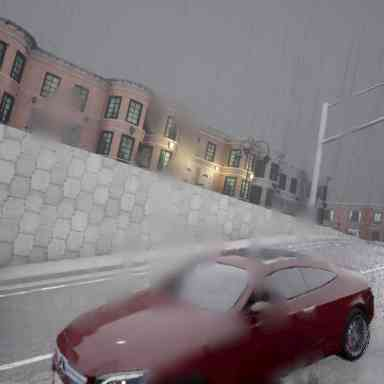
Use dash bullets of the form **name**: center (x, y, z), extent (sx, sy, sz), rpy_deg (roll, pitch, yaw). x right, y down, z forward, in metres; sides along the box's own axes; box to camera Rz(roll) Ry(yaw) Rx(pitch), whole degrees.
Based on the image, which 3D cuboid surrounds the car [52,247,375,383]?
- **car**: center (0.655, 1.548, 4.459), extent (4.674, 1.442, 1.812), rpy_deg (0, 0, -35)
